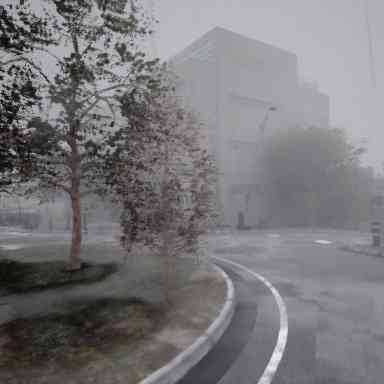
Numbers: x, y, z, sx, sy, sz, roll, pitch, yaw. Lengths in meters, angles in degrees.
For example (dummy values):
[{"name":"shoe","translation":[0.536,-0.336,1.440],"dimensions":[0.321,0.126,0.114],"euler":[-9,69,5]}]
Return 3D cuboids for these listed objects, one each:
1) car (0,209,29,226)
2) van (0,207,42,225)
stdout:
[{"name":"car","translation":[-24.420,3.341,42.994],"dimensions":[5.566,2.045,2.435],"euler":[0,-5,-40]},{"name":"van","translation":[-18.974,2.692,36.687],"dimensions":[4.442,1.987,1.878],"euler":[0,-4,-40]}]
